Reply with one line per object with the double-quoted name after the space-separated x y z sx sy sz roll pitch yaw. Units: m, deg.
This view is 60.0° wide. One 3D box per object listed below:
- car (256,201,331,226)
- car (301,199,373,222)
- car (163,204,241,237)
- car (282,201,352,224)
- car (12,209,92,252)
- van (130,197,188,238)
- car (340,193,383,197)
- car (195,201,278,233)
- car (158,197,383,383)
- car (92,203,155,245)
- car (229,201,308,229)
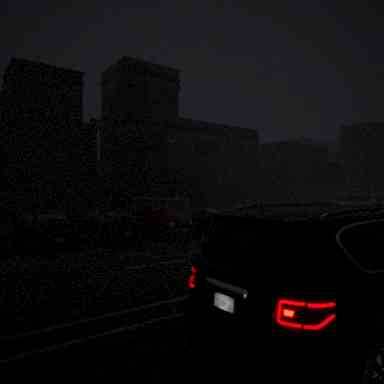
7.139 1.442 23.781 2.163 1.488 4.792 0 0 -36 "car"
11.632 1.400 26.978 2.097 1.535 5.008 0 0 -36 "car"
0.438 1.478 18.930 2.002 1.452 4.674 0 0 -36 "car"
9.393 1.446 25.367 2.002 1.452 4.674 0 0 -36 "car"
-6.277 1.476 14.103 2.231 1.521 4.892 0 0 -36 "car"
-1.634 1.223 17.300 1.878 1.987 4.442 0 0 -36 "van"
13.857 1.145 28.604 2.435 2.045 5.566 0 0 -36 "car"
2.569 1.426 20.691 1.946 1.575 5.366 0 0 -36 "car"
2.501 1.195 4.929 5.566 2.045 2.150 0 0 -36 "car"
-4.039 1.462 15.710 2.231 1.521 4.892 0 0 -36 "car"
4.919 1.421 22.143 2.231 1.521 4.892 0 0 -36 "car"
